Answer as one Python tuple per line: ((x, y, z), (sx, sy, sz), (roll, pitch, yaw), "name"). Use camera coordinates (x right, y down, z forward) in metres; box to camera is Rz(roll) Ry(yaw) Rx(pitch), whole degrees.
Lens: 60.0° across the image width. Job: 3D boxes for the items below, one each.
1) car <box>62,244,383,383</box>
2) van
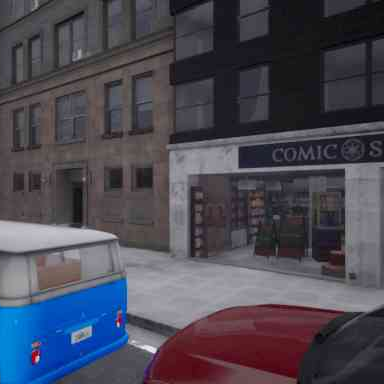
((1.899, 1.315, 1.456), (5.009, 1.841, 2.192), (0, 0, 36), "car")
((-2.723, 1.341, 4.755), (3.998, 1.788, 1.690), (0, 0, 36), "van")
